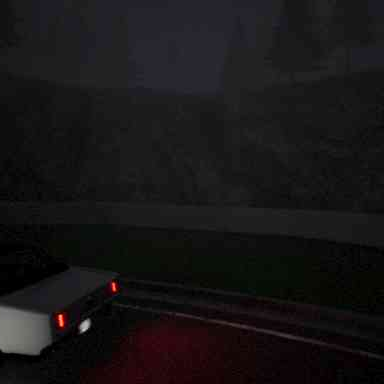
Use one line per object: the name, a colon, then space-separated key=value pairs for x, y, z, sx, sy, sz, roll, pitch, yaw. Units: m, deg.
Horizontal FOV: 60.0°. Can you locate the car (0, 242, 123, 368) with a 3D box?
car: x=-3.571 y=1.448 z=4.946 sx=4.718 sy=1.301 sz=1.895 roll=1 pitch=1 yaw=14
